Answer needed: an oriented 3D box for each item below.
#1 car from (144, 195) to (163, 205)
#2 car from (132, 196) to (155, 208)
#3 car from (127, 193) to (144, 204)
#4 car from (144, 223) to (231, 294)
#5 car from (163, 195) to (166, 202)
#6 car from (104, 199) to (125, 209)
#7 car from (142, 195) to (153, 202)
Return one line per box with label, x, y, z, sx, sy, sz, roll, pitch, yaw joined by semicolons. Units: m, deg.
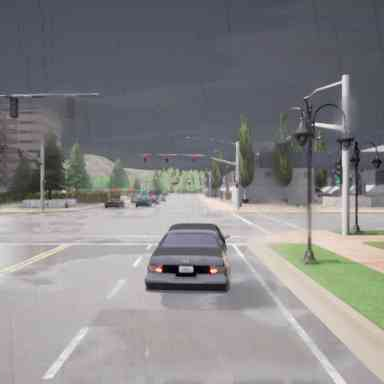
car;-7.040;1.521;60.522;2.033;1.411;5.357;0;0;0
car;-7.064;1.580;48.797;1.895;1.301;4.718;0;0;0
car;-10.517;1.465;63.296;2.128;1.511;4.902;0;0;0
car;0.059;1.544;8.951;2.033;1.411;5.357;0;0;4
car;-6.969;1.493;74.950;2.128;1.511;4.902;0;0;0
car;-10.572;1.581;45.530;1.895;1.301;4.718;0;0;0
car;-10.468;1.497;78.701;2.033;1.411;5.357;0;0;0
